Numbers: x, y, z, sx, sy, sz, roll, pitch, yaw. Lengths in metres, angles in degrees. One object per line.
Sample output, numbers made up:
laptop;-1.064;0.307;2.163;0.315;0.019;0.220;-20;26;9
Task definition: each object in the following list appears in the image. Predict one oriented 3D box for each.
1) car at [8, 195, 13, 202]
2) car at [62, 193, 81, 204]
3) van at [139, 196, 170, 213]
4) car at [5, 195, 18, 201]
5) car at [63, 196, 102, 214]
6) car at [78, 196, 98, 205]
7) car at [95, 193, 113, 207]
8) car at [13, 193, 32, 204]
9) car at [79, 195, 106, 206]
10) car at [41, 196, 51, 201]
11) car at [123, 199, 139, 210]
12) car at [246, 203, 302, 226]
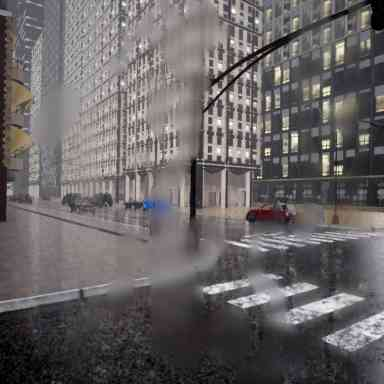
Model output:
car;-37.055;1.397;69.745;1.947;1.339;4.313;1;-1;-35
car;-20.028;1.182;55.613;2.150;2.045;5.566;1;-1;-35
van;-4.048;1.382;37.762;1.690;1.788;3.998;1;-1;-35
car;-40.326;1.378;74.349;2.008;1.369;4.403;1;-1;-35
car;-10.883;1.427;32.907;2.008;1.369;4.403;1;-1;-35
car;-18.483;1.525;58.859;1.837;1.490;4.892;1;-1;-35
car;-14.473;1.255;53.157;2.150;2.045;5.566;1;-1;-35
car;-30.508;1.155;60.538;2.192;1.841;5.009;1;-1;-35
car;-14.565;1.535;48.010;1.994;1.385;4.181;1;-1;-37
car;-36.769;1.570;83.806;1.802;1.307;4.206;1;-1;-35
car;-7.324;1.584;42.365;2.008;1.369;4.403;1;-1;-35
car;5.765;1.505;23.947;1.967;1.590;4.097;1;-1;-35
